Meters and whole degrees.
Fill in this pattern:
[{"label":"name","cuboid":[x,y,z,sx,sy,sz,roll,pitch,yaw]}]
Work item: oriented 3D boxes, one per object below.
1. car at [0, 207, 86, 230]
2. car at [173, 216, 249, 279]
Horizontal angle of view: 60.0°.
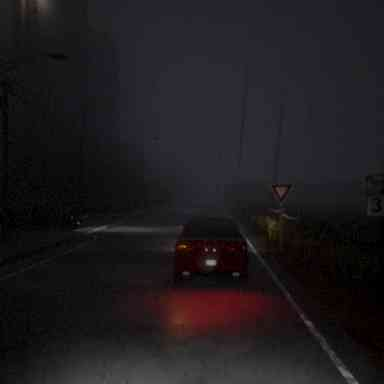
[{"label":"car","cuboid":[-9.057,1.567,20.404,4.718,1.301,1.895,0,0,7]},{"label":"car","cuboid":[0.572,1.470,10.103,1.882,1.535,5.008,0,0,3]}]
